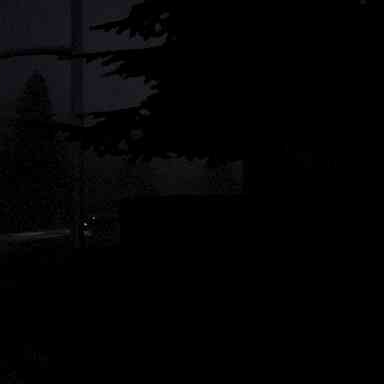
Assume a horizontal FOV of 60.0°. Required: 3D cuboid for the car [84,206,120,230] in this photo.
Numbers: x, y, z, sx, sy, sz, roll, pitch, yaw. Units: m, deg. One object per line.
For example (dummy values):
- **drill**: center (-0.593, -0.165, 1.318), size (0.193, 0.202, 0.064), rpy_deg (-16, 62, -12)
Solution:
- **car**: center (-4.994, 1.586, 21.389), size (1.895, 1.301, 4.718), rpy_deg (0, 0, 36)
